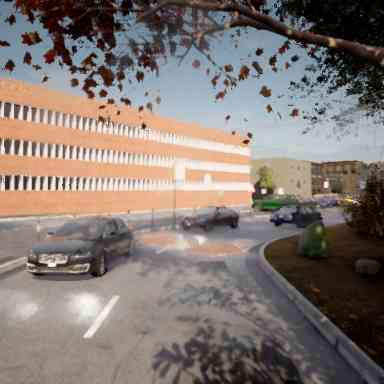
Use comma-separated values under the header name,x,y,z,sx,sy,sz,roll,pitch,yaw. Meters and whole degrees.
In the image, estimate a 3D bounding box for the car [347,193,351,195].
name,x,y,z,sx,sy,sz,roll,pitch,yaw
car,25.596,1.528,58.324,5.366,1.575,1.946,0,0,38

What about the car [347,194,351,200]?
name,x,y,z,sx,sy,sz,roll,pitch,yaw
car,23.693,1.573,56.227,4.674,1.452,2.002,0,0,38

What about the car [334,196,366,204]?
name,x,y,z,sx,sy,sz,roll,pitch,yaw
car,30.862,1.519,64.967,5.366,1.575,1.946,0,0,38

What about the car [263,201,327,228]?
name,x,y,z,sx,sy,sz,roll,pitch,yaw
car,7.347,1.628,23.349,2.033,1.411,5.357,0,0,40

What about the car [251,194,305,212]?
name,x,y,z,sx,sy,sz,roll,pitch,yaw
car,9.630,1.297,38.527,5.566,2.045,2.435,0,0,38

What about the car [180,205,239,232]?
name,x,y,z,sx,sy,sz,roll,pitch,yaw
car,1.250,1.577,20.683,1.812,1.442,4.674,0,0,38

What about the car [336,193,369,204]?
name,x,y,z,sx,sy,sz,roll,pitch,yaw
car,32.495,1.267,67.279,5.566,2.045,2.435,0,0,38

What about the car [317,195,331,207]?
name,x,y,z,sx,sy,sz,roll,pitch,yaw
car,16.671,1.586,47.370,4.674,1.452,2.002,0,0,38

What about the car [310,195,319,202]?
name,x,y,z,sx,sy,sz,roll,pitch,yaw
car,13.159,1.549,42.943,5.008,1.535,2.097,0,0,38

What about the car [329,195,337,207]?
name,x,y,z,sx,sy,sz,roll,pitch,yaw
car,18.431,1.583,49.581,4.674,1.452,2.002,0,0,38

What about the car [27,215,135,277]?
name,x,y,z,sx,sy,sz,roll,pitch,yaw
car,-3.162,1.531,10.439,1.837,1.490,4.892,0,-1,5

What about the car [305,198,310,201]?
name,x,y,z,sx,sy,sz,roll,pitch,yaw
car,11.405,1.589,40.726,4.674,1.452,2.002,0,0,38

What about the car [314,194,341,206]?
name,x,y,z,sx,sy,sz,roll,pitch,yaw
car,20.162,1.569,51.815,4.792,1.488,2.163,0,0,38

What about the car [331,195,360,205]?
name,x,y,z,sx,sy,sz,roll,pitch,yaw
car,28.986,1.399,62.848,4.553,1.767,2.185,0,0,38

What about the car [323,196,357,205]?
name,x,y,z,sx,sy,sz,roll,pitch,yaw
car,27.061,1.523,60.769,5.366,1.575,1.946,0,0,38
